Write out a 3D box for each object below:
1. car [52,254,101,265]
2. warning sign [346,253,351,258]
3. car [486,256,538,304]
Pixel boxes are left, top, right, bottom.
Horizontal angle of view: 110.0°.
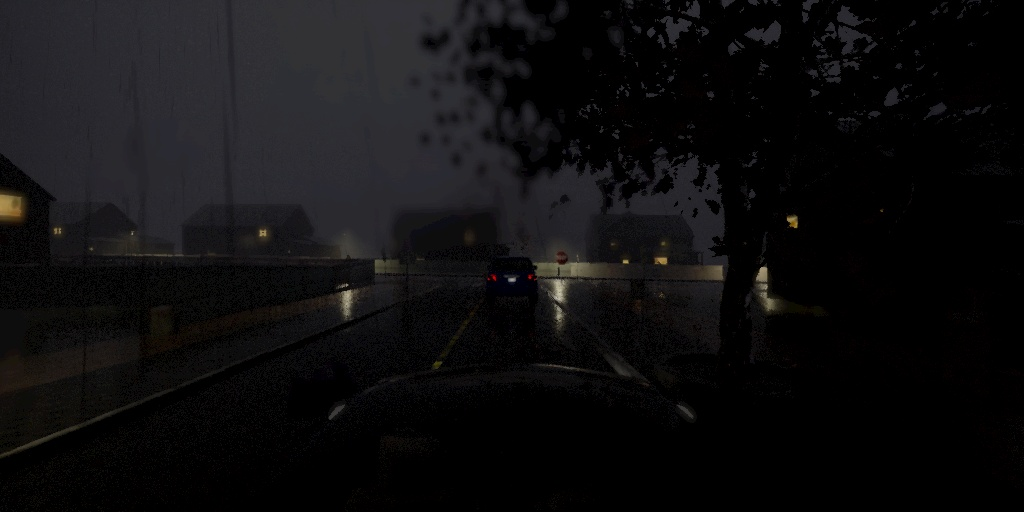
[{"bbox_3d":[-39.375,0.576,31.978,5.008,1.535,1.882,1,0,0],"label":"car"},{"bbox_3d":[-15.844,0.629,34.644,1.060,1.860,1.300,0,0,0],"label":"warning sign"},{"bbox_3d":[0.000,1.012,16.531,2.150,2.045,5.566,0,0,0],"label":"car"}]
